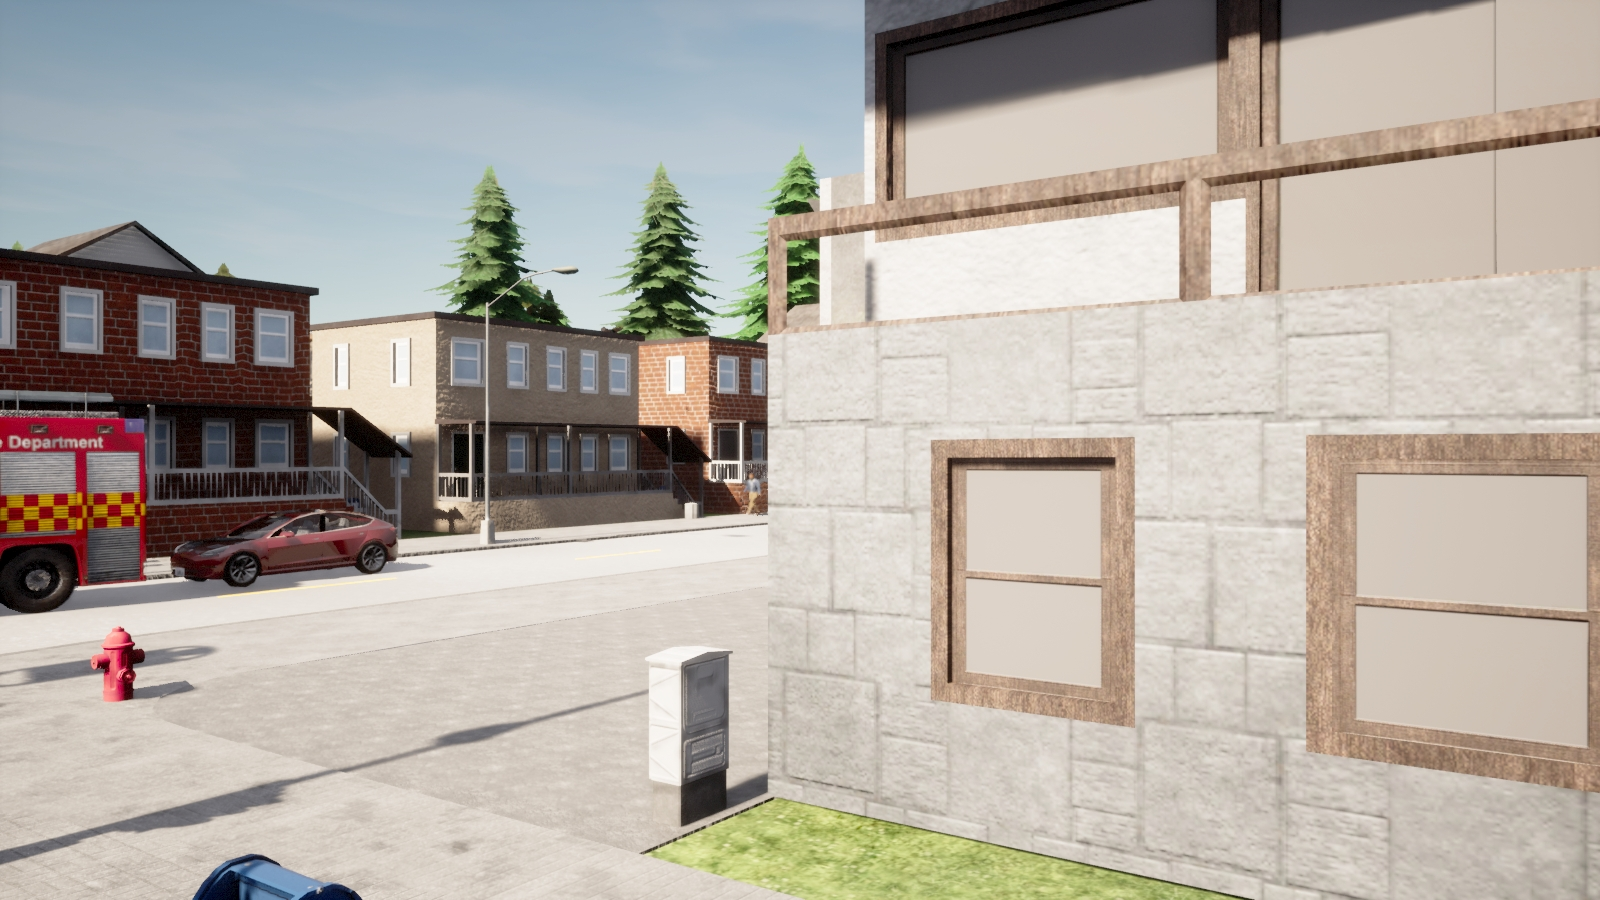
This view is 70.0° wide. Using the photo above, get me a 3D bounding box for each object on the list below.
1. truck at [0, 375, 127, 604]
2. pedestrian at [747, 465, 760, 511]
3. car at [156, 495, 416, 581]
[{"bbox_3d":[-15.958,0.669,18.266,2.891,3.827,8.468,0,0,42],"label":"truck"},{"bbox_3d":[-1.905,1.524,46.358,0.375,1.860,0.375,0,0,36],"label":"pedestrian"},{"bbox_3d":[-11.169,1.843,25.176,2.163,1.488,4.792,0,0,35],"label":"car"}]
